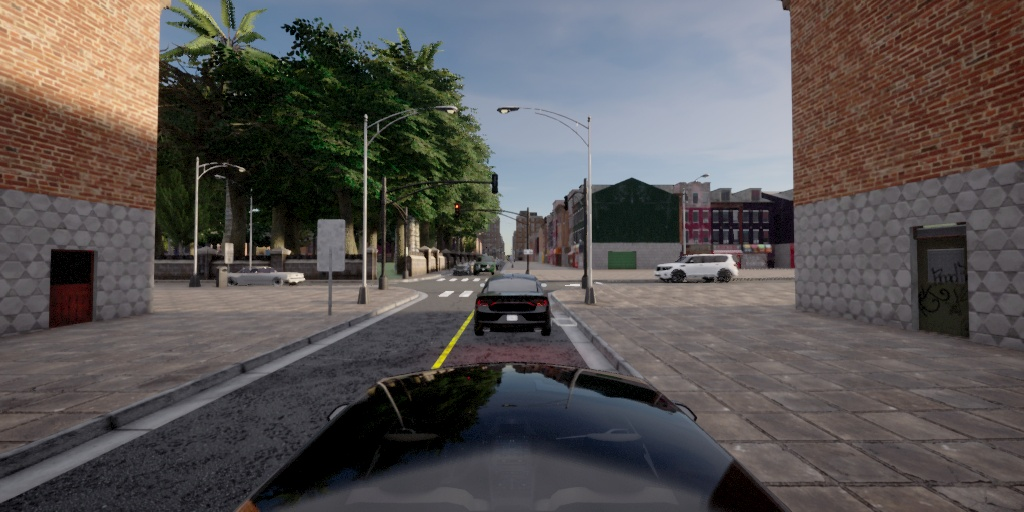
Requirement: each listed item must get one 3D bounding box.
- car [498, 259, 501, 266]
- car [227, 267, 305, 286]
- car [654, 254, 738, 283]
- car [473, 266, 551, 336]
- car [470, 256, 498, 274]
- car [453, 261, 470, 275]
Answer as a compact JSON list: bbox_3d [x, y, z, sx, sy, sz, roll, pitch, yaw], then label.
[{"bbox_3d":[-2.973,1.282,51.458,1.882,1.535,5.008,0,0,0],"label":"car"},{"bbox_3d":[-16.123,1.342,23.206,4.718,1.301,1.895,0,-1,0],"label":"car"},{"bbox_3d":[13.419,0.896,26.275,5.566,2.045,2.150,-1,-1,0],"label":"car"},{"bbox_3d":[0.034,1.231,10.476,1.882,1.535,5.008,0,0,1],"label":"car"},{"bbox_3d":[-2.900,1.003,38.806,2.150,2.045,5.566,0,0,-1],"label":"car"},{"bbox_3d":[-5.467,1.333,39.620,2.007,1.370,4.403,0,0,0],"label":"car"}]
